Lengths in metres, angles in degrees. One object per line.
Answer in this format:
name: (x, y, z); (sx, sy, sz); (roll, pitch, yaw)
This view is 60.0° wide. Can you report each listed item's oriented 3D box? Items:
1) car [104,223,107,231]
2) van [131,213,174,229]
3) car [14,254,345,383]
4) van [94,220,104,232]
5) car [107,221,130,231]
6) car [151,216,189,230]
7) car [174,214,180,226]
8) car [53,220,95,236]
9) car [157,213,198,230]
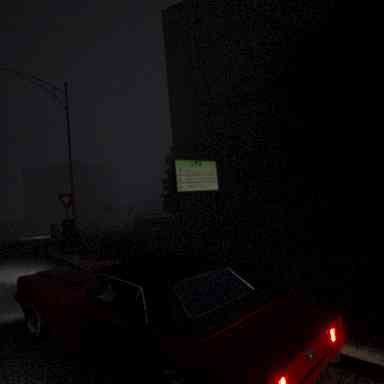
car: (-13.606, 5.800, 53.961); (4.553, 1.767, 2.185); (-7, -8, 21)
van: (-5.095, 3.703, 42.012); (4.442, 1.987, 1.878); (-7, -7, 21)
car: (-0.627, 1.569, 4.622); (4.718, 1.301, 1.895); (1, 1, 40)
van: (-15.807, 5.229, 48.878); (4.442, 1.987, 1.878); (-7, -7, 21)
car: (-10.199, 5.116, 50.285); (2.097, 1.767, 4.553); (-7, -8, 21)
car: (-3.114, 4.396, 47.230); (5.008, 1.535, 2.097); (-6, -8, 21)
car: (-4.130, 4.181, 44.595); (4.792, 1.488, 2.163); (-7, -7, 21)
car: (-14.412, 4.398, 39.765); (1.882, 1.535, 5.008); (-7, -6, 22)
car: (-2.145, 4.400, 49.800); (5.566, 2.045, 2.435); (-7, -8, 21)
